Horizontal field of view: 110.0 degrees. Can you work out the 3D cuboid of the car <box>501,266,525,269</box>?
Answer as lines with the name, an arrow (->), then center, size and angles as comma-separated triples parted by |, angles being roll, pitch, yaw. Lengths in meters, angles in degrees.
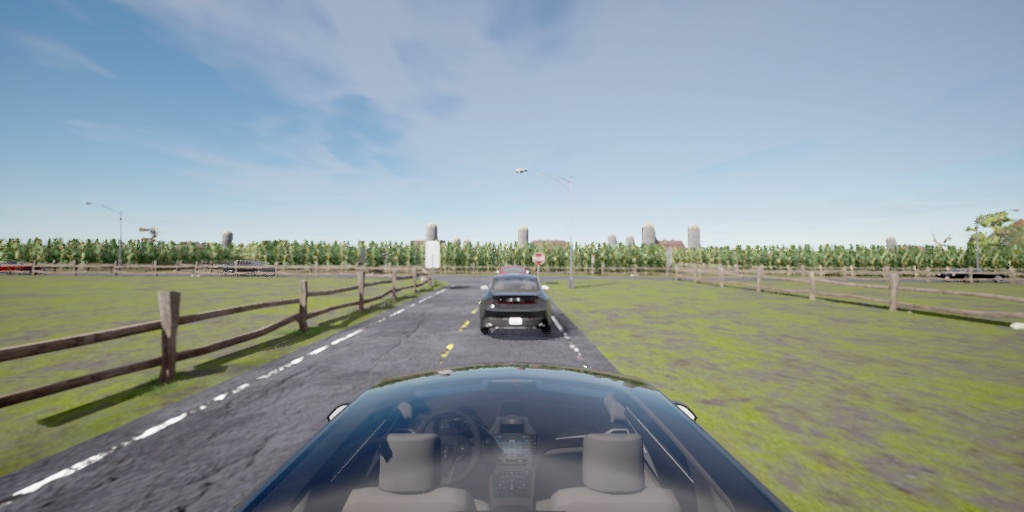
car -> 0.046, 1.319, 21.960 | 1.882, 1.535, 5.008 | 0, 0, -1

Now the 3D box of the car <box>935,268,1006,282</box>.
car -> 44.515, 1.857, 34.835 | 4.718, 1.301, 1.895 | 1, -1, 1

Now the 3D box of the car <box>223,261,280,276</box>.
car -> -25.383, 1.211, 35.058 | 4.892, 1.490, 1.837 | 0, -1, 0

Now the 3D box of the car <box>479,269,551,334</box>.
car -> 0.087, 1.296, 10.805 | 1.837, 1.490, 4.892 | 0, 0, 0

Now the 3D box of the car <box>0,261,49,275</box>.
car -> -48.819, 1.165, 35.217 | 4.718, 1.301, 1.895 | 0, -1, 1
